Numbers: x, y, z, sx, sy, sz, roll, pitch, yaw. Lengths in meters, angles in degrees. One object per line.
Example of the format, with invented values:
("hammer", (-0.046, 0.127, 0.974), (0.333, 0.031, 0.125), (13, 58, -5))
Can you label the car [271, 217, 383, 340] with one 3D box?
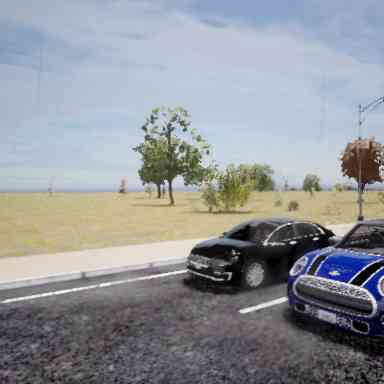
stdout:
("car", (3.937, 1.343, 6.493), (4.553, 1.767, 2.097), (0, 0, -35))

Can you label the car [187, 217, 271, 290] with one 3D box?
("car", (2.116, 1.496, 9.185), (4.892, 1.490, 1.837), (0, 0, -36))
